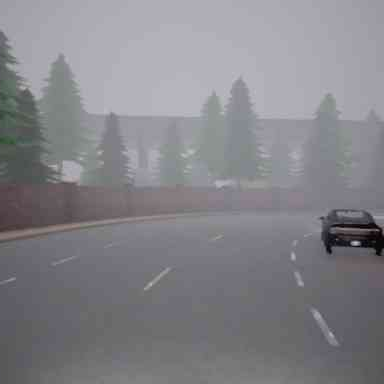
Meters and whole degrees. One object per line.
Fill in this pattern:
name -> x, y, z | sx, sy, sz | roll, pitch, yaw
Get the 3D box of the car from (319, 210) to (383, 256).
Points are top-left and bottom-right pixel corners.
car -> 6.159, 1.437, 13.116 | 2.128, 1.511, 4.902 | 0, 0, 20
